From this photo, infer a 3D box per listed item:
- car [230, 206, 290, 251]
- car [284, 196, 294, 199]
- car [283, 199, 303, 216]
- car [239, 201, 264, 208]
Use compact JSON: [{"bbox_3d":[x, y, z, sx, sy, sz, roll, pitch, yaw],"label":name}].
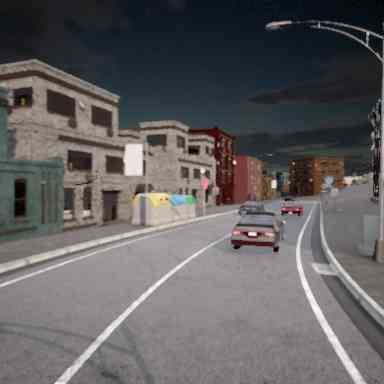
[{"bbox_3d":[2.984,1.580,14.453,2.033,1.411,5.357,1,0,18],"label":"car"},{"bbox_3d":[20.911,1.581,71.653,1.895,1.301,4.718,1,0,21],"label":"car"},{"bbox_3d":[10.289,1.708,34.051,1.895,1.301,4.718,1,0,21],"label":"car"},{"bbox_3d":[6.033,1.589,33.291,2.033,1.411,5.357,1,0,21],"label":"car"}]
